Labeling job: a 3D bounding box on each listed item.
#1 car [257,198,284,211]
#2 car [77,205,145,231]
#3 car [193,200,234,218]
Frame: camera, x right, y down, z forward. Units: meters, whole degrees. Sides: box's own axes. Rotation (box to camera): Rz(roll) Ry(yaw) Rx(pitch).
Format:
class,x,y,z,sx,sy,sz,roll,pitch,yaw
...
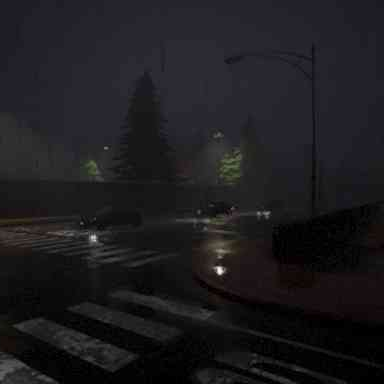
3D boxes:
class,x,y,z,sx,sy,sz,roll,pitch,yaw
car,9.725,1.518,41.159,2.128,1.511,4.902,0,0,37
car,-5.001,1.553,21.095,1.812,1.442,4.674,0,0,36
car,2.037,1.520,30.747,2.128,1.511,4.902,0,0,36
